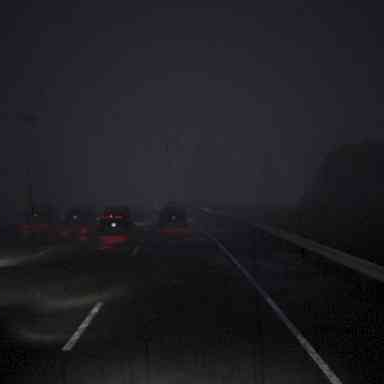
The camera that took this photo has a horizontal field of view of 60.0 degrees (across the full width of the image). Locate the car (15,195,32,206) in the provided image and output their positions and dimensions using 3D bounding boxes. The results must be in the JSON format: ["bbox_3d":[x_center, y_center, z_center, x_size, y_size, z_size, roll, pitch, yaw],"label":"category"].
[{"bbox_3d":[-31.992,1.537,63.368,2.150,2.045,5.566,0,0,-19],"label":"car"}]

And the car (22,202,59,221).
[{"bbox_3d":[-12.598,1.627,28.424,2.128,1.511,4.902,0,0,-8],"label":"car"}]

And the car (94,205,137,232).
[{"bbox_3d":[-4.628,1.594,21.037,1.837,1.490,4.892,0,0,-6],"label":"car"}]

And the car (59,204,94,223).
[{"bbox_3d":[-8.784,1.645,26.428,1.812,1.442,4.674,0,0,-7],"label":"car"}]

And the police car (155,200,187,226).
[{"bbox_3d":[-1.526,1.521,24.737,1.930,1.638,5.238,0,0,-7],"label":"police car"}]

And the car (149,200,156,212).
[{"bbox_3d":[-4.195,1.690,41.349,1.812,1.442,4.674,0,0,-11],"label":"car"}]
